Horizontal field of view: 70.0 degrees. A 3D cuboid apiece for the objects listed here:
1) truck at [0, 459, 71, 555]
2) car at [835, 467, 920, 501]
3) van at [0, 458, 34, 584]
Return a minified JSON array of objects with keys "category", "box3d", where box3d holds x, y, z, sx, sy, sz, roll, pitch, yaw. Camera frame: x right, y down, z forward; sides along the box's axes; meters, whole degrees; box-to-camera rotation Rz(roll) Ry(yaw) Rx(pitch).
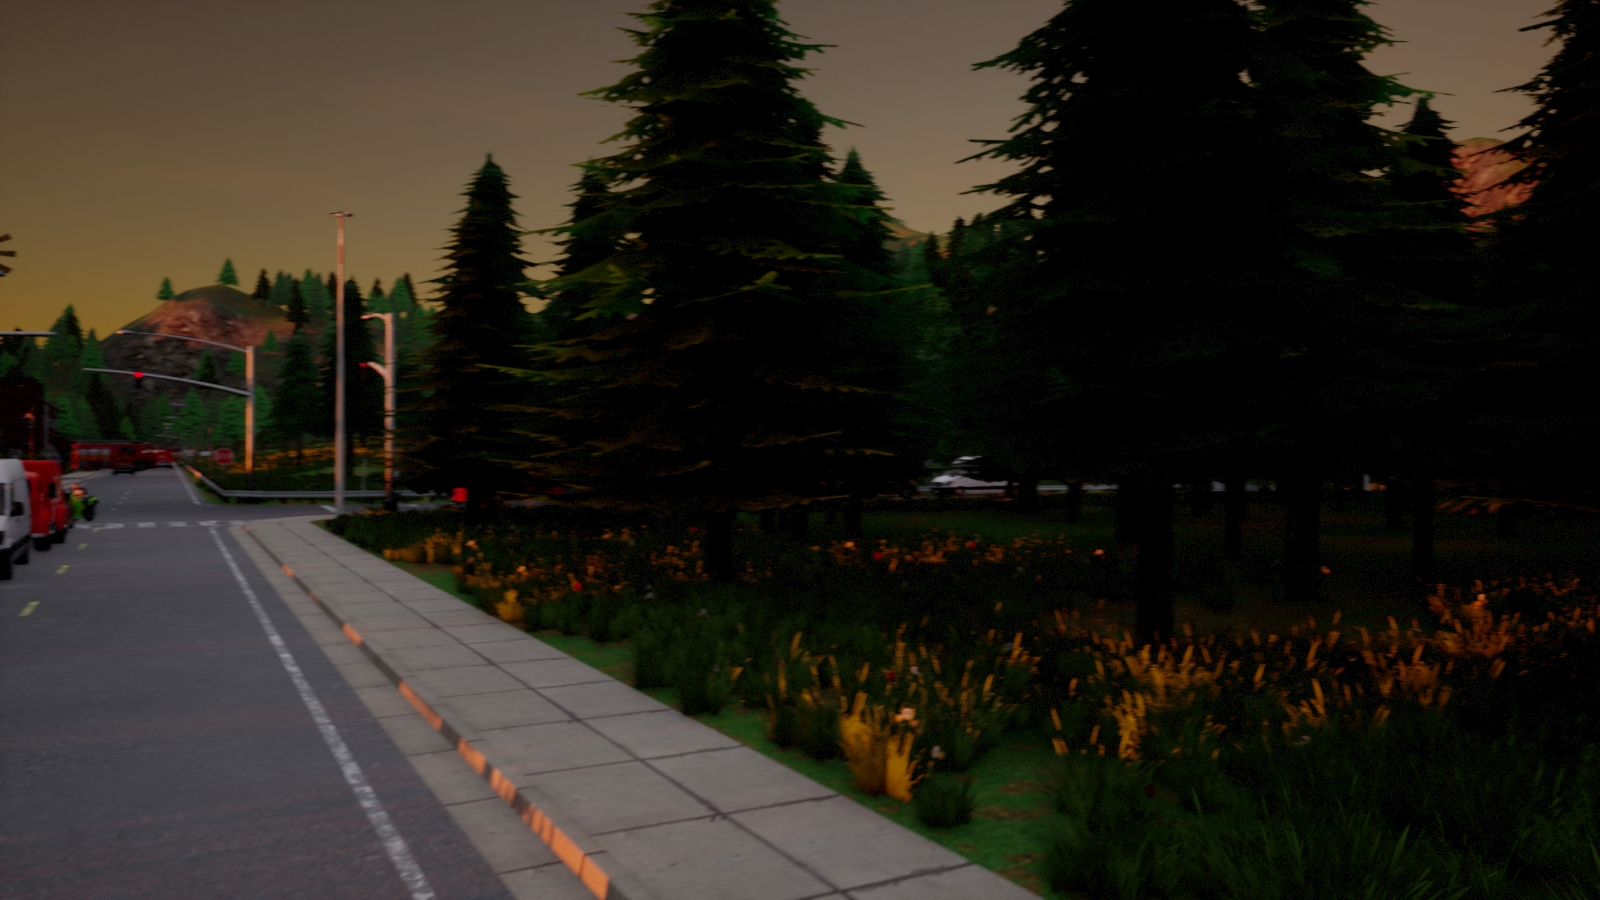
[{"category":"truck","box3d":[-22.214,1.510,32.106,2.627,2.467,5.204,0,0,-29]},{"category":"car","box3d":[4.529,1.945,66.641,4.605,1.855,1.932,0,0,-29]},{"category":"van","box3d":[-18.701,1.484,25.691,1.988,2.561,5.915,0,0,-29]}]
